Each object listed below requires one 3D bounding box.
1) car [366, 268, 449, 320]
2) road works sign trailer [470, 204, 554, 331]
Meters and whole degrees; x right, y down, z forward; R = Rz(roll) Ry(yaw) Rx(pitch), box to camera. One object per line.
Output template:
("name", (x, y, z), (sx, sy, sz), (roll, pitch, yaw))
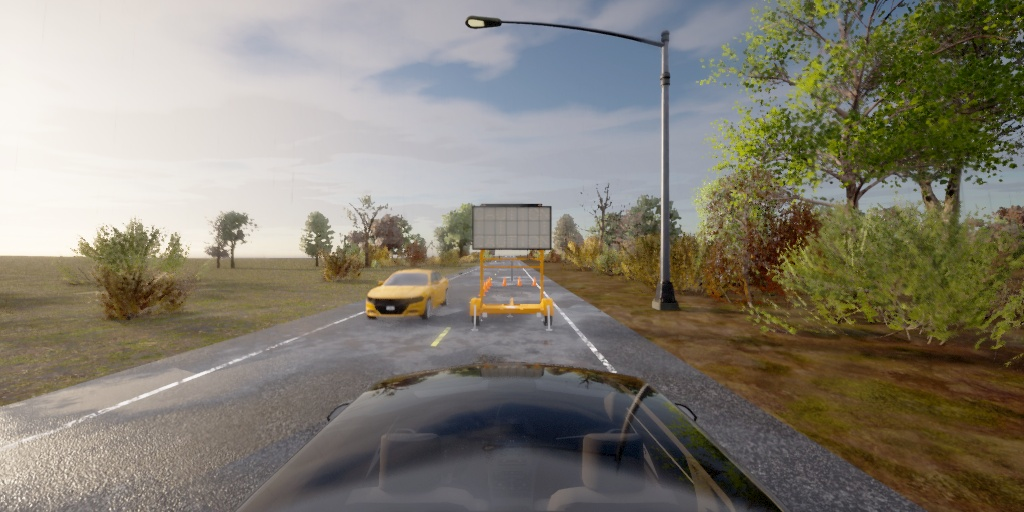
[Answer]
("car", (-3.504, 1.227, 12.835), (1.882, 1.535, 5.008), (0, 0, 0))
("road works sign trailer", (-0.003, 0.214, 10.994), (2.380, 3.560, 2.880), (0, 0, 0))
